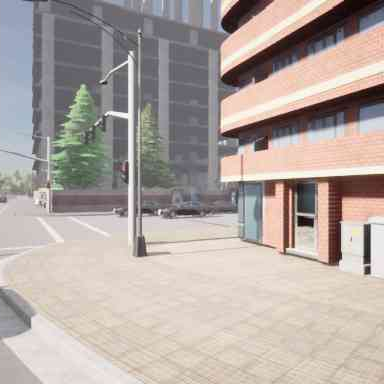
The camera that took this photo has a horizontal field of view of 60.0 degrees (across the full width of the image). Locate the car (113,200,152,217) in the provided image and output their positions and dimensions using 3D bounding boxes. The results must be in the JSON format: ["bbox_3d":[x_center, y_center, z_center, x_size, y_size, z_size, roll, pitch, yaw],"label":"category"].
[{"bbox_3d":[-4.949,1.545,31.568,4.902,1.511,2.128,0,0,-27],"label":"car"}]

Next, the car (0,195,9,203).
[{"bbox_3d":[-37.951,1.589,66.027,1.895,1.301,4.718,0,0,-27],"label":"car"}]

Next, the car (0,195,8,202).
[{"bbox_3d":[-42.472,1.494,74.885,1.837,1.490,4.892,0,0,-27],"label":"car"}]

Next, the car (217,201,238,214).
[{"bbox_3d":[3.016,1.618,35.566,4.181,1.385,1.994,0,0,-27],"label":"car"}]

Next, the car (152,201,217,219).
[{"bbox_3d":[-0.644,1.545,29.811,4.902,1.511,2.128,0,0,-27],"label":"car"}]
